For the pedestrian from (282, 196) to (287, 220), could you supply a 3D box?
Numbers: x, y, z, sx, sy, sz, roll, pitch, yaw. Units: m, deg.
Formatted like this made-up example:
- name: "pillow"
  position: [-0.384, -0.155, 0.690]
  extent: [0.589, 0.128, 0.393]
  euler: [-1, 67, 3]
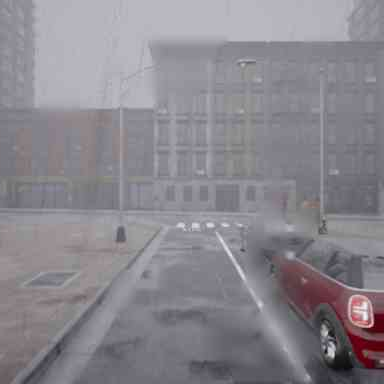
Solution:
- name: "pedestrian"
  position: [6.011, 1.148, 21.736]
  extent: [0.375, 1.860, 0.375]
  euler: [0, 0, 0]

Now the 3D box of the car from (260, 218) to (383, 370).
- name: "car"
  position: [2.645, 1.443, 5.709]
  extent: [1.967, 1.590, 4.097]
  euler: [0, 0, 0]

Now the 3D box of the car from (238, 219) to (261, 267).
- name: "car"
  position: [2.645, 1.556, 11.212]
  extent: [2.008, 1.369, 4.403]
  euler: [0, 0, 0]

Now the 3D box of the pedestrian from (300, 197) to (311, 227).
- name: "pedestrian"
  position: [7.005, 1.188, 20.535]
  extent: [0.375, 1.860, 0.375]
  euler: [0, 0, 0]

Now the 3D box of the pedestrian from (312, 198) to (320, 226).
- name: "pedestrian"
  position: [7.976, 1.262, 21.135]
  extent: [0.375, 1.860, 0.375]
  euler: [0, 0, 0]
